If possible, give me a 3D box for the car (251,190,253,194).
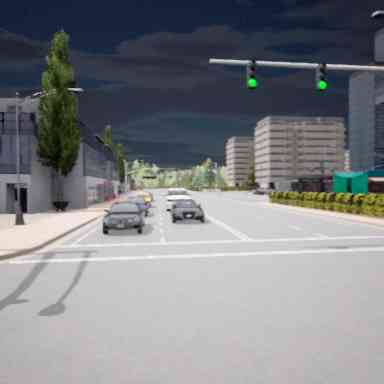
[{"bbox_3d":[15.554,-0.287,74.113,4.605,1.855,1.932,-1,1,-8],"label":"car"}]

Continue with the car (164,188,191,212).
[{"bbox_3d":[-1.364,0.693,30.838,2.150,2.045,5.566,-1,1,-6],"label":"car"}]

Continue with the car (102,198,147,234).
[{"bbox_3d":[-3.483,1.250,17.417,1.812,1.442,4.674,-1,1,-6],"label":"car"}]

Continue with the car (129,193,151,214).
[{"bbox_3d":[-4.388,1.107,26.114,1.812,1.442,4.674,-1,1,-6],"label":"car"}]

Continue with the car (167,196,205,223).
[{"bbox_3d":[-0.389,1.187,21.535,1.994,1.385,4.181,-1,1,-6],"label":"car"}]

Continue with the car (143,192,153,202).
[{"bbox_3d":[-5.455,0.894,36.242,1.882,1.535,5.008,-1,1,-6],"label":"car"}]

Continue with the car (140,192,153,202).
[{"bbox_3d":[-6.906,0.704,50.701,1.812,1.442,4.674,-1,1,-6],"label":"car"}]

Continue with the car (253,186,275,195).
[{"bbox_3d":[15.877,-0.237,71.236,3.866,1.878,1.905,-1,1,-8],"label":"car"}]

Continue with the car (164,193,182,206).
[{"bbox_3d":[-2.394,0.873,40.742,1.994,1.385,4.181,-1,1,-6],"label":"car"}]
